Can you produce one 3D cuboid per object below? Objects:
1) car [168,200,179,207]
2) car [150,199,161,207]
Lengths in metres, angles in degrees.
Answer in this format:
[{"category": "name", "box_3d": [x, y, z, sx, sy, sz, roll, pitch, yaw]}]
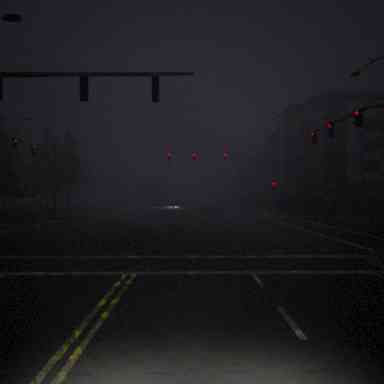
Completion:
[{"category": "car", "box_3d": [-3.540, 2.168, 64.817, 1.994, 1.385, 4.181, 0, -1, 0]}, {"category": "car", "box_3d": [-7.036, 2.152, 65.091, 2.033, 1.411, 5.357, 0, -1, 0]}]
